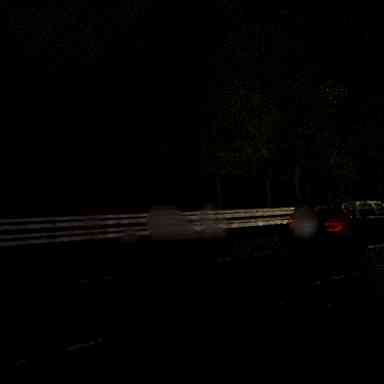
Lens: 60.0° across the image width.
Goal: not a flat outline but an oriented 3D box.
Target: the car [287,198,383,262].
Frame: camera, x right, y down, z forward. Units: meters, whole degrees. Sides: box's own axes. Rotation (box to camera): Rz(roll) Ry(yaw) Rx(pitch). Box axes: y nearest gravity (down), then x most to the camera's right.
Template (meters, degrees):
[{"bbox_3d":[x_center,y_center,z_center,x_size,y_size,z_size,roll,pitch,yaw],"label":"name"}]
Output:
[{"bbox_3d":[5.935,1.227,12.357,5.566,2.045,2.150,0,0,-35],"label":"car"}]
